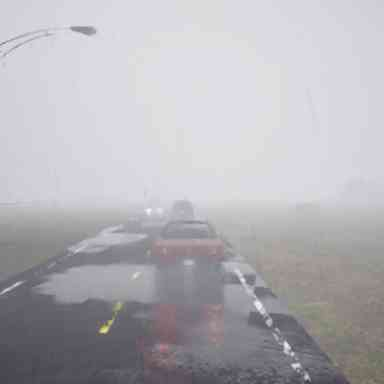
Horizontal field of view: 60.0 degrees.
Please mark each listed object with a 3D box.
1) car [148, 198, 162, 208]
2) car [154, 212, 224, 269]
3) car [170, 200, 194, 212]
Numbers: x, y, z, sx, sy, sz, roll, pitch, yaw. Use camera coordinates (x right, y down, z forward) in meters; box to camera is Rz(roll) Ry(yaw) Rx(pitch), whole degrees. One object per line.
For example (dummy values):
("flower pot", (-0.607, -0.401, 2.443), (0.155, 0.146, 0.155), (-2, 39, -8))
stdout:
("car", (-5.120, 1.499, 45.906), (1.895, 1.301, 4.718), (1, 0, -5))
("car", (-0.113, 1.569, 10.979), (1.895, 1.301, 4.718), (0, 0, -1))
("car", (-0.879, 1.404, 29.051), (1.882, 1.535, 5.008), (0, 0, -3))
